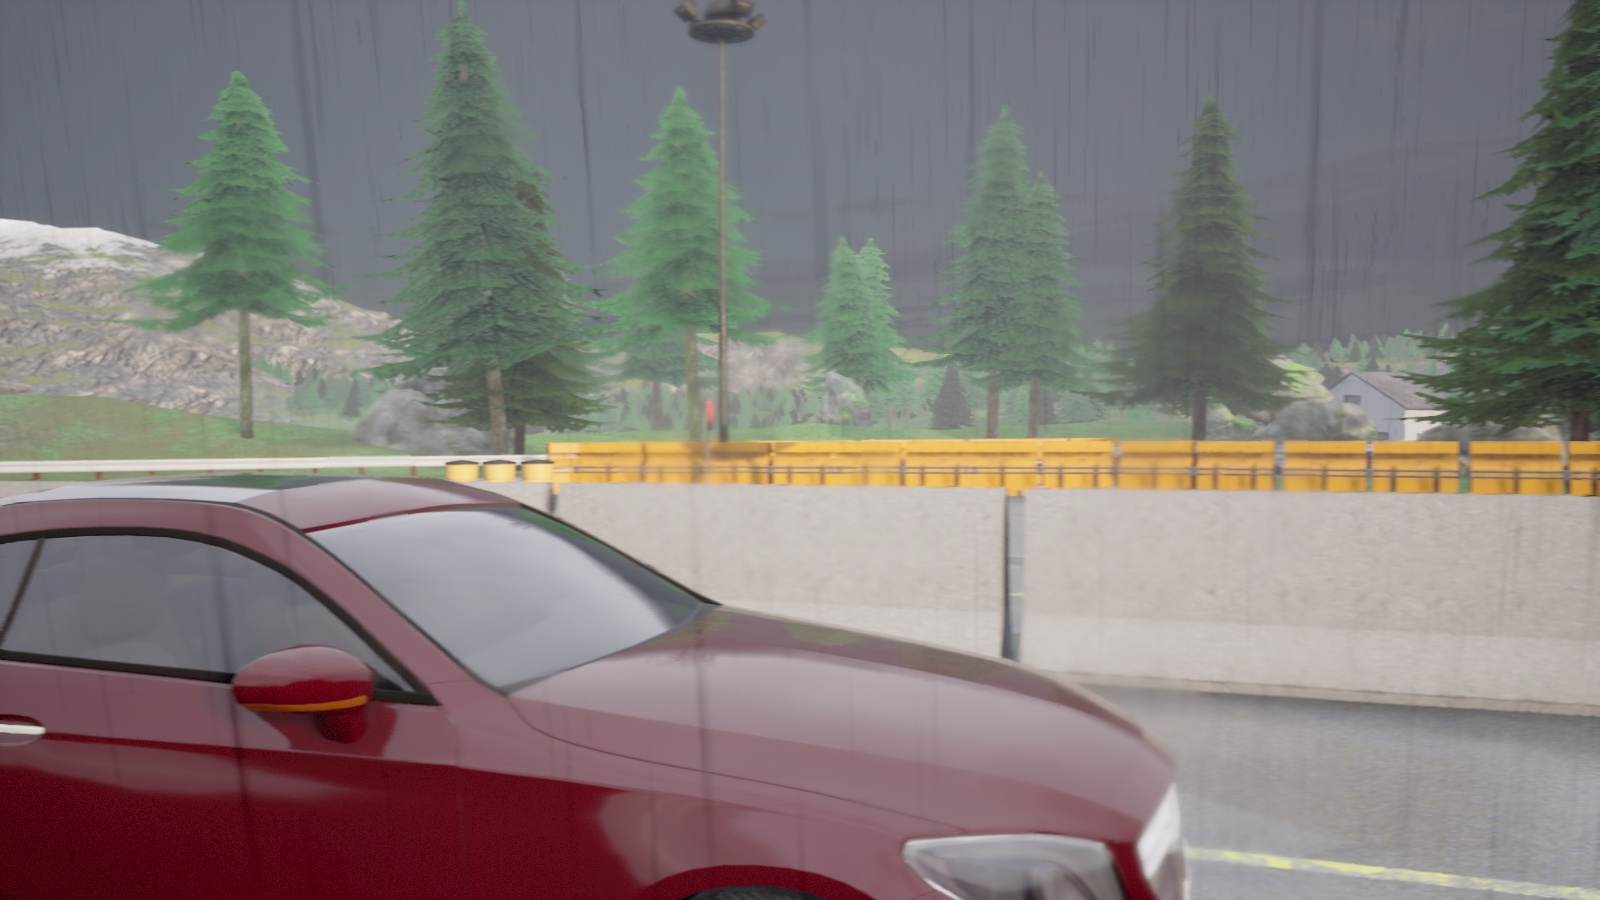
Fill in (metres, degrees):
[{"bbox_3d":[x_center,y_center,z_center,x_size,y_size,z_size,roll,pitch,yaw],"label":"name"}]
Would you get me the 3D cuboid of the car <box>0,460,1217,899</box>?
[{"bbox_3d":[-1.307,0.788,3.631,4.674,1.442,1.812,0,1,15],"label":"car"}]
